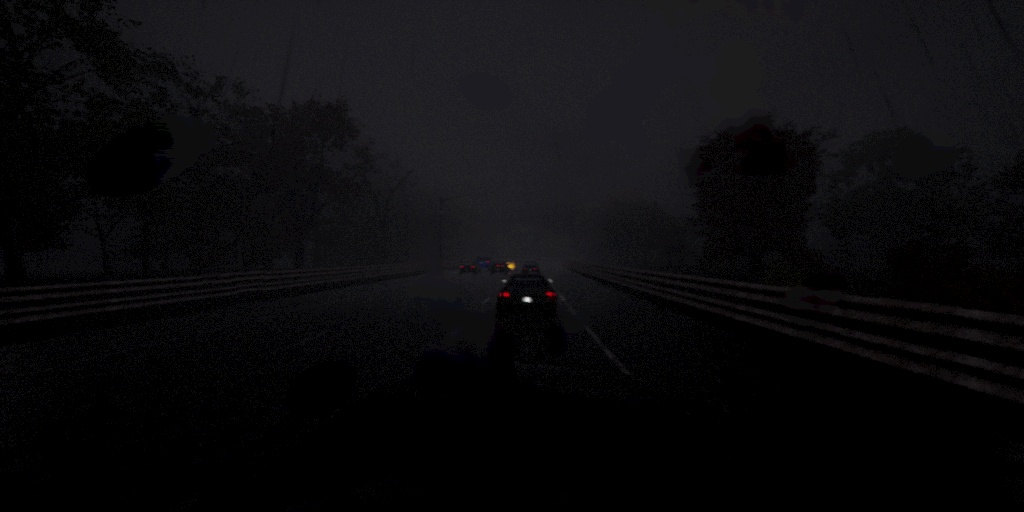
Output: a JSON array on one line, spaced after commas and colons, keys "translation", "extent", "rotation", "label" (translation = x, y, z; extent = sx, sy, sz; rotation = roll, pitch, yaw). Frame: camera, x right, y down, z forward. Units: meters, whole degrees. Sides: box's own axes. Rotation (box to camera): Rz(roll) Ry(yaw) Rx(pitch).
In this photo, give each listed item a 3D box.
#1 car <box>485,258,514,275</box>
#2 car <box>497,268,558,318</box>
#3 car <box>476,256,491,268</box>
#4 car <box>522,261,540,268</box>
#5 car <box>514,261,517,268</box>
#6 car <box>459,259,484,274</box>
[{"translation": [-1.351, 1.289, 41.068], "extent": [2.128, 1.511, 4.902], "rotation": [-1, 0, 5], "label": "car"}, {"translation": [0.559, 1.314, 12.995], "extent": [1.994, 1.385, 4.181], "rotation": [-1, 0, 2], "label": "car"}, {"translation": [-3.937, 1.057, 51.887], "extent": [2.150, 2.045, 5.566], "rotation": [-1, 0, 6], "label": "car"}, {"translation": [2.174, 1.288, 41.235], "extent": [1.812, 1.442, 4.674], "rotation": [-1, 0, 5], "label": "car"}, {"translation": [-0.336, 1.280, 52.623], "extent": [1.882, 1.535, 5.008], "rotation": [-1, 0, 6], "label": "car"}, {"translation": [-4.807, 1.358, 41.731], "extent": [1.812, 1.442, 4.674], "rotation": [-1, 0, 5], "label": "car"}]
